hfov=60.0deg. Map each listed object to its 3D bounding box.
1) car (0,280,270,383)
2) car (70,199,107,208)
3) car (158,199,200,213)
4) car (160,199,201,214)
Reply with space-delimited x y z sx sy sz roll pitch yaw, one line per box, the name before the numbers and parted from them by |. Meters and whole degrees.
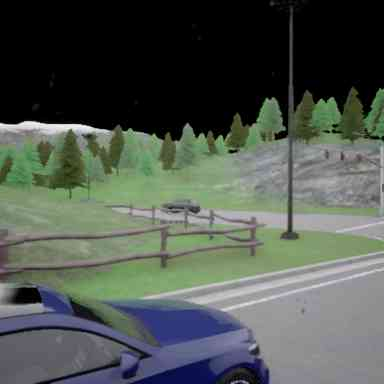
car | -1.407 1.529 2.750 4.674 1.442 1.812 1 0 -35
car | -15.711 1.700 50.240 5.357 1.411 2.033 0 0 8
car | -1.677 1.711 41.890 4.902 1.511 2.128 0 -1 30
car | -1.370 1.549 37.559 4.553 1.767 2.097 0 0 30
